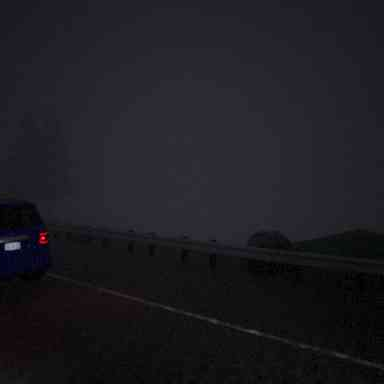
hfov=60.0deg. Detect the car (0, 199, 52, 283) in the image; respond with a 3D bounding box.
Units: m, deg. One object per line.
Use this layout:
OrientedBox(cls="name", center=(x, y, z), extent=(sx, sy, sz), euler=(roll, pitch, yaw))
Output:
OrientedBox(cls="car", center=(-5.770, 1.181, 8.392), extent=(5.566, 2.045, 2.150), euler=(0, 0, 38))
